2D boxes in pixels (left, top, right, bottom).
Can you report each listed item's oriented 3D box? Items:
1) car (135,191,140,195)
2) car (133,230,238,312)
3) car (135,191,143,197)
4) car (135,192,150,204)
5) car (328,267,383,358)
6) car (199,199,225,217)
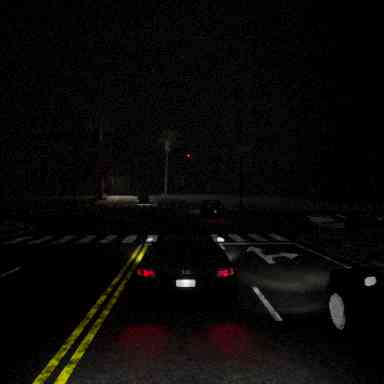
[{"bbox_3d":[-10.510,0.921,70.808,1.882,1.535,5.008,0,1,-11],"label":"car"},{"bbox_3d":[-0.158,1.563,7.812,1.994,1.385,4.181,0,0,-1],"label":"car"},{"bbox_3d":[-13.896,0.606,86.543,1.837,1.490,4.892,0,1,-13],"label":"car"},{"bbox_3d":[-7.887,1.192,55.037,2.033,1.411,5.357,0,1,-9],"label":"car"},{"bbox_3d":[3.255,1.477,3.667,1.882,1.535,5.008,0,0,-1],"label":"car"},{"bbox_3d":[1.773,1.427,30.658,2.128,1.511,4.902,0,0,-5],"label":"car"}]
